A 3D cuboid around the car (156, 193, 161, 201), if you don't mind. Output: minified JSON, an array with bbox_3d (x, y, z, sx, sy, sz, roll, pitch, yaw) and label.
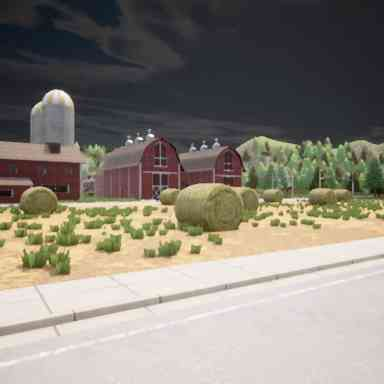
[{"bbox_3d":[-6.602,1.137,74.238,1.905,1.878,3.866,6,3,11],"label":"car"}]
